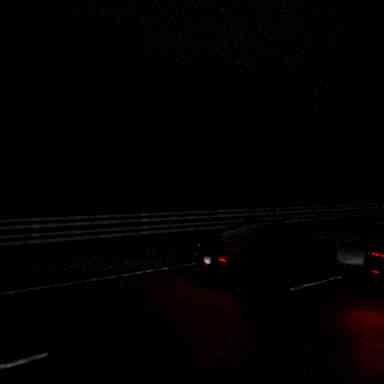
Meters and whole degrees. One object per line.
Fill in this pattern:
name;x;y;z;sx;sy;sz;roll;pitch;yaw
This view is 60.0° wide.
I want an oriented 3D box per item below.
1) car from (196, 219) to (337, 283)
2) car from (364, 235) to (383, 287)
car;2.254;1.526;9.652;4.674;1.442;1.812;0;0;-35
car;6.065;1.505;8.071;4.892;1.490;1.837;0;0;-36
